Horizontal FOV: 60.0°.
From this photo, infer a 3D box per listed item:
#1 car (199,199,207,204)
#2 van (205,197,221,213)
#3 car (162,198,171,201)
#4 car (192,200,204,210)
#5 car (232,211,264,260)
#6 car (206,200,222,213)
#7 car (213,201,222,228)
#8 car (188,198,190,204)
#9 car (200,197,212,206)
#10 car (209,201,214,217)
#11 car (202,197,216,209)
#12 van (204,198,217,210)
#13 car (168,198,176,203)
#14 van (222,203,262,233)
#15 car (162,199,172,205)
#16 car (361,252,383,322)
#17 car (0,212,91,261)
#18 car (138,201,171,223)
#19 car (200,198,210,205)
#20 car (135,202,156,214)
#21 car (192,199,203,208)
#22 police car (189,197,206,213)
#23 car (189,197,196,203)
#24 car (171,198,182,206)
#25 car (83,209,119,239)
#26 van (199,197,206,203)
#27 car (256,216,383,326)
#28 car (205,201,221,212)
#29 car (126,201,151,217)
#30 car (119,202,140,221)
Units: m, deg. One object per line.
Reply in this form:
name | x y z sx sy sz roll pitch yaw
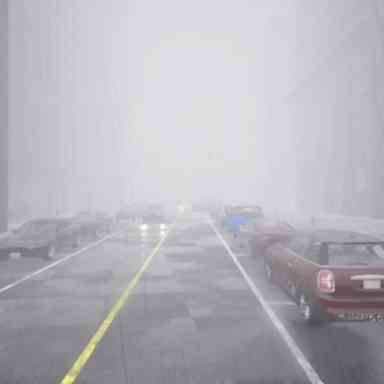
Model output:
car | 2.889 2.374 86.290 1.802 1.307 4.206 0 0 0
van | 2.867 1.727 41.104 1.690 1.788 3.998 0 -1 0
car | -5.646 2.143 63.697 1.887 1.381 4.507 0 -1 0
car | 0.922 2.007 53.328 1.837 1.490 4.892 0 -1 0
car | 2.857 1.666 12.860 1.887 1.381 4.507 0 -1 0
car | 2.867 1.898 35.453 1.947 1.339 4.313 0 -1 0
car | 2.861 1.667 24.158 1.967 1.590 4.097 0 -1 0
car | 0.033 2.102 78.712 2.128 1.511 4.902 0 0 0
car | 2.880 1.963 69.346 2.192 1.841 5.009 0 0 0
car | 2.864 1.824 29.805 1.887 1.381 4.507 0 -1 0
car | 2.875 1.861 58.049 2.192 1.841 5.009 0 -1 0
van | 2.872 1.834 52.400 1.690 1.788 3.998 0 -1 0
car | -5.634 2.403 91.941 1.947 1.339 4.313 0 0 0
van | 2.858 1.515 18.510 1.690 1.788 3.998 0 -1 0
car | -5.641 2.280 74.994 1.802 1.307 4.206 0 0 0
car | 2.852 1.456 1.564 1.967 1.590 4.097 0 -1 0
car | -5.668 1.687 12.859 1.947 1.339 4.313 0 -1 0
car | -3.087 1.771 28.409 1.837 1.490 4.892 0 -1 0
car | 2.883 2.138 74.993 1.967 1.590 4.097 0 0 0
car | -5.656 1.937 41.102 2.008 1.369 4.403 0 -1 0
car | 0.924 2.063 59.328 1.837 1.490 4.892 0 -1 0
police car | 0.917 1.833 43.440 1.930 1.638 5.238 0 -1 0
car | 0.040 2.273 94.742 1.994 1.385 4.181 0 0 0
car | -2.972 2.175 69.879 2.128 1.511 4.902 0 -1 0
car | -5.665 1.719 18.507 1.887 1.381 4.507 0 -1 0
van | 2.891 2.178 91.940 1.690 1.788 3.998 0 0 0
car | 2.854 1.508 7.212 1.967 1.590 4.097 0 -1 0
car | 2.871 1.984 46.750 1.887 1.381 4.507 0 -1 0
car | -5.659 1.773 35.455 1.967 1.590 4.097 0 -1 0
car | -5.661 1.830 29.805 2.008 1.369 4.403 0 -1 0
